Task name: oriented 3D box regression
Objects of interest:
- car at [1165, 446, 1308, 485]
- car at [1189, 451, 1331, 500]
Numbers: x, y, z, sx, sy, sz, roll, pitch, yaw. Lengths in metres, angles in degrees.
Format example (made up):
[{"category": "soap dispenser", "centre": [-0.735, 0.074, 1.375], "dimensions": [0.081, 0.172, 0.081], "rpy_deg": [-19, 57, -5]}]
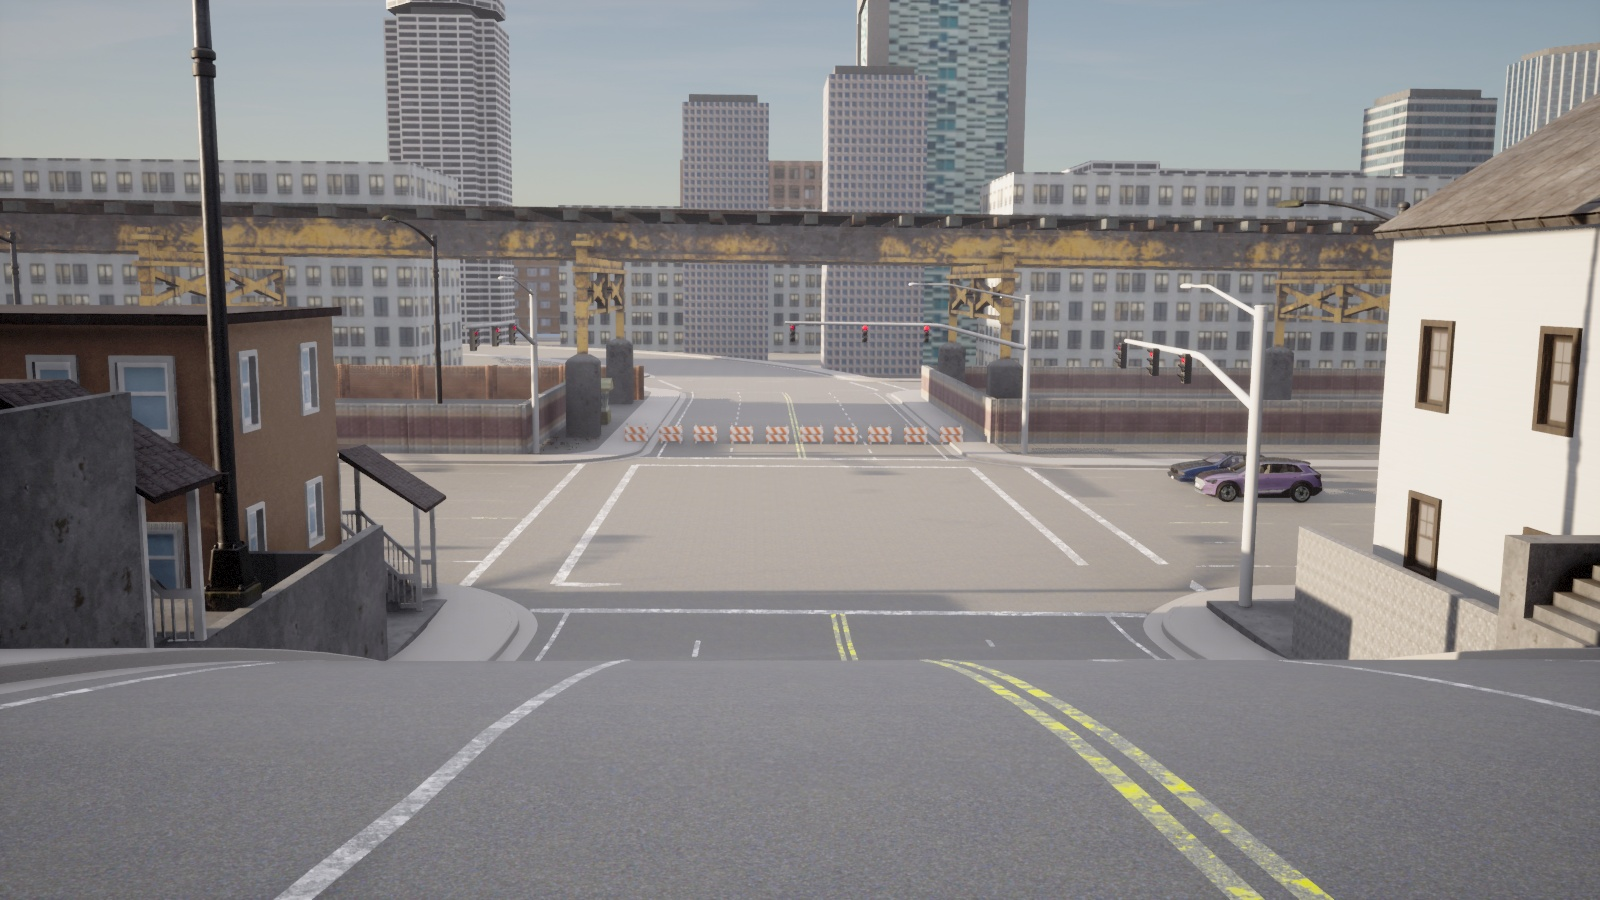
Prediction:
[{"category": "car", "centre": [18.582, 0.645, 53.631], "dimensions": [5.357, 1.411, 2.033], "rpy_deg": [0, 8, 0]}, {"category": "car", "centre": [18.318, 0.991, 50.141], "dimensions": [4.856, 1.649, 2.033], "rpy_deg": [0, 8, 0]}]
